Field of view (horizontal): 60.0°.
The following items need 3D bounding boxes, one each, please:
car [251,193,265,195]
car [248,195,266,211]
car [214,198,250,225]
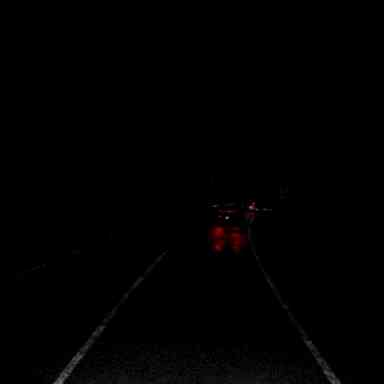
[{"bbox_3d":[10.938,1.249,56.425,2.150,2.045,5.566,3,1,28],"label":"car"},{"bbox_3d":[7.609,1.516,40.551,1.837,1.490,4.892,2,0,20],"label":"car"},{"bbox_3d":[2.756,1.444,23.690,2.128,1.511,4.902,1,0,12],"label":"car"}]
